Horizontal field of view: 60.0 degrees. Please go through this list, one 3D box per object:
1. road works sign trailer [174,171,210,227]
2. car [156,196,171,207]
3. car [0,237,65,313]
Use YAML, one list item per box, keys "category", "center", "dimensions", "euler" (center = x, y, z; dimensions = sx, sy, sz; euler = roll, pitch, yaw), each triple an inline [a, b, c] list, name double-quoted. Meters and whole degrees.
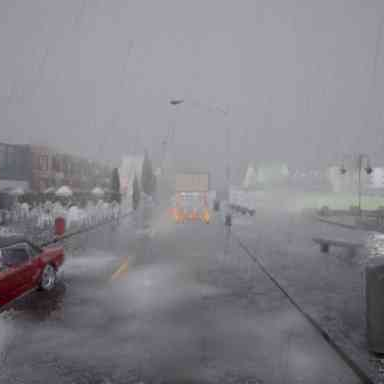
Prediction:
- category: "road works sign trailer"
  center: [0.000, 0.407, 22.540]
  dimensions: [2.380, 3.560, 2.880]
  euler: [0, 0, 0]
- category: "car"
  center: [-4.084, 1.367, 48.220]
  dimensions: [2.128, 1.511, 4.902]
  euler: [0, 0, 0]
- category: "car"
  center: [-4.101, 1.585, 6.064]
  dimensions: [1.895, 1.301, 4.718]
  euler: [0, 0, 0]
